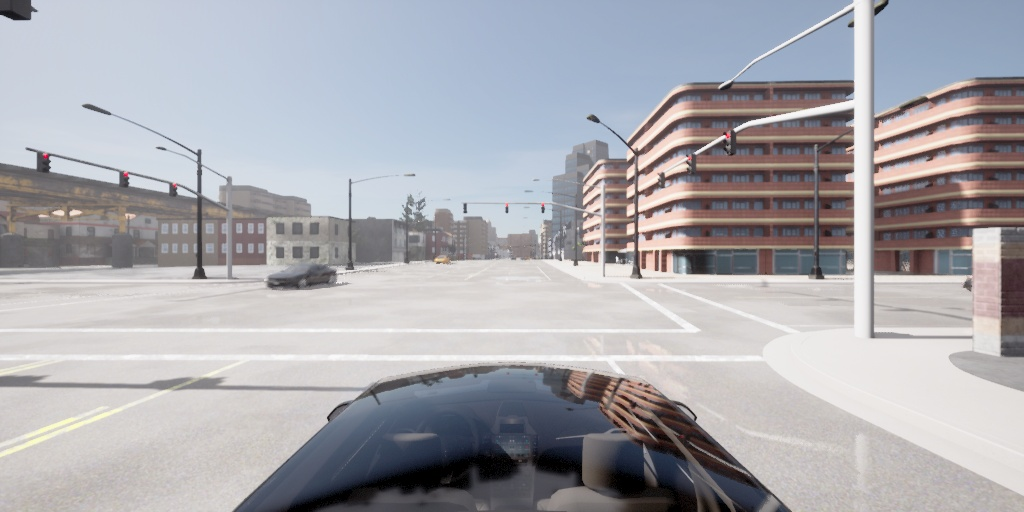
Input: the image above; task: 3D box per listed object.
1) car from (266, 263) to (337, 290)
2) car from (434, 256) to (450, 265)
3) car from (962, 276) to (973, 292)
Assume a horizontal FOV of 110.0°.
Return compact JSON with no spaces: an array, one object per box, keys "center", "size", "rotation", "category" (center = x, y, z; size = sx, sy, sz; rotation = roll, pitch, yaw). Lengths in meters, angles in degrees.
[{"center":[-12.939,1.233,22.375],"size":[1.882,1.535,5.008],"rotation":[0,1,3],"category":"car"},{"center":[-11.848,0.717,60.857],"size":[1.882,1.535,5.008],"rotation":[0,2,1],"category":"car"},{"center":[26.718,1.307,18.908],"size":[4.181,1.385,1.994],"rotation":[0,0,0],"category":"car"}]
